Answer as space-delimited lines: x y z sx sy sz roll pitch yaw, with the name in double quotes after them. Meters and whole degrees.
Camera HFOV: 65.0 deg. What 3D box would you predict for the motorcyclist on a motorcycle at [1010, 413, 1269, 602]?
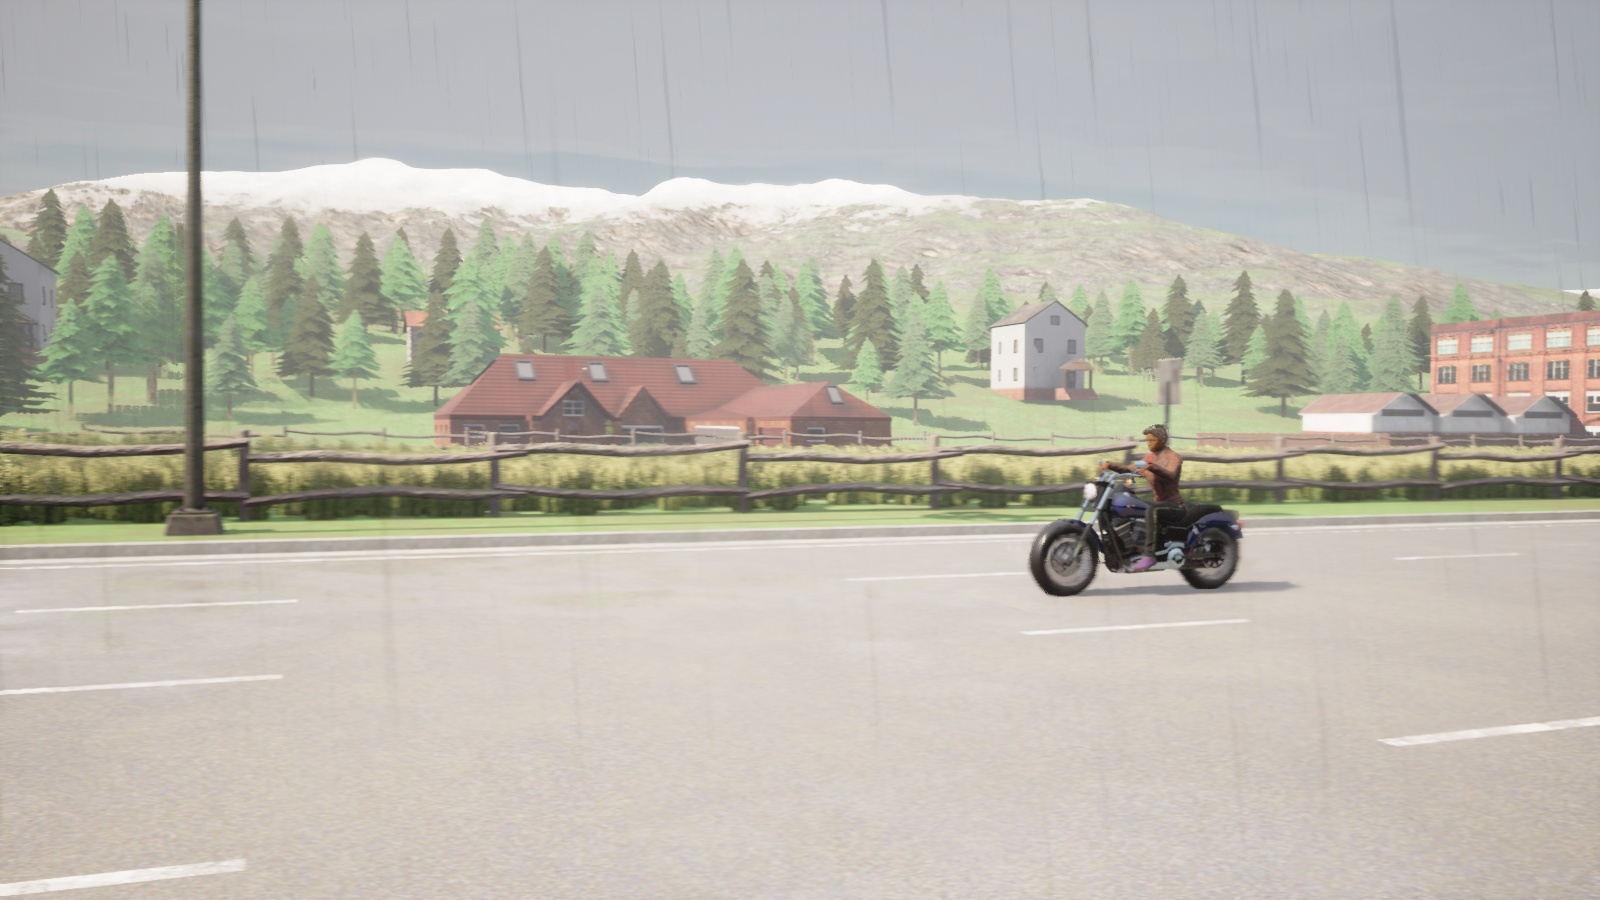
3.242 0.495 11.955 2.350 1.649 0.766 -2 1 -21 "motorcyclist on a motorcycle"
